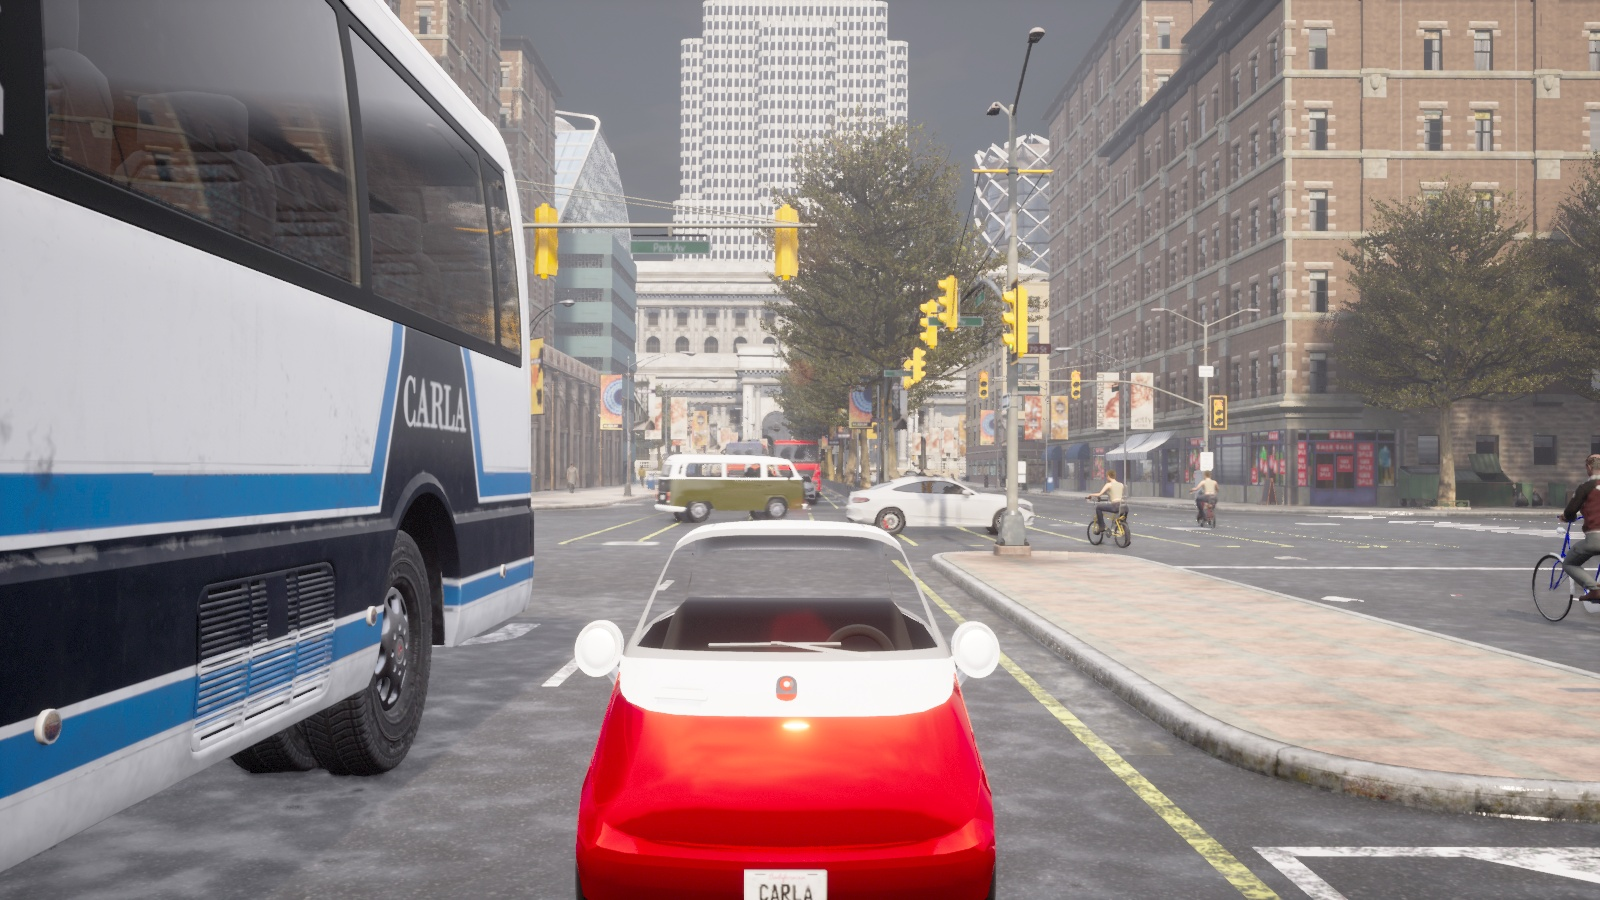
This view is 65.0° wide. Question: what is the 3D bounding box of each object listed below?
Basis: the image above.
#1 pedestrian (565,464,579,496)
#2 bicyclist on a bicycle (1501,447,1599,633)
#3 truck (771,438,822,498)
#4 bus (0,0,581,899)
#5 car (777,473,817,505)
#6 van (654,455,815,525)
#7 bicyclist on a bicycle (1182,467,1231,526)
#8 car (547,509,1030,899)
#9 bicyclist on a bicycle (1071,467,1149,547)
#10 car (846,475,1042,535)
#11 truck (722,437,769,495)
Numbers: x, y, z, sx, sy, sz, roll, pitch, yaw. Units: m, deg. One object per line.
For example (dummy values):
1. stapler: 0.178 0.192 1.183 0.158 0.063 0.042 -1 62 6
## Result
1. pedestrian: -13.762 1.796 75.816 0.659 1.952 0.873 0 -1 0
2. bicyclist on a bicycle: 7.942 0.866 12.700 0.659 1.776 1.843 0 -1 0
3. truck: -0.207 1.110 76.192 2.891 3.462 7.936 0 -1 0
4. bus: -3.542 -0.482 3.917 3.944 4.253 10.273 0 -1 0
5. car: -0.118 1.859 60.803 1.812 1.442 4.674 0 -1 1
6. van: -2.001 1.187 38.269 4.480 2.038 2.069 0 -1 -21
7. bicyclist on a bicycle: 11.382 1.296 35.235 0.866 1.612 1.509 0 -1 0
8. car: -0.039 0.953 4.966 1.481 1.376 2.207 0 -1 0
9. bicyclist on a bicycle: 6.448 1.164 26.206 0.866 1.612 1.509 0 -1 -21
10. car: 3.521 1.352 31.395 4.674 1.442 1.812 0 -1 0
11. truck: -3.745 1.143 88.261 2.891 3.827 8.468 0 -1 0
